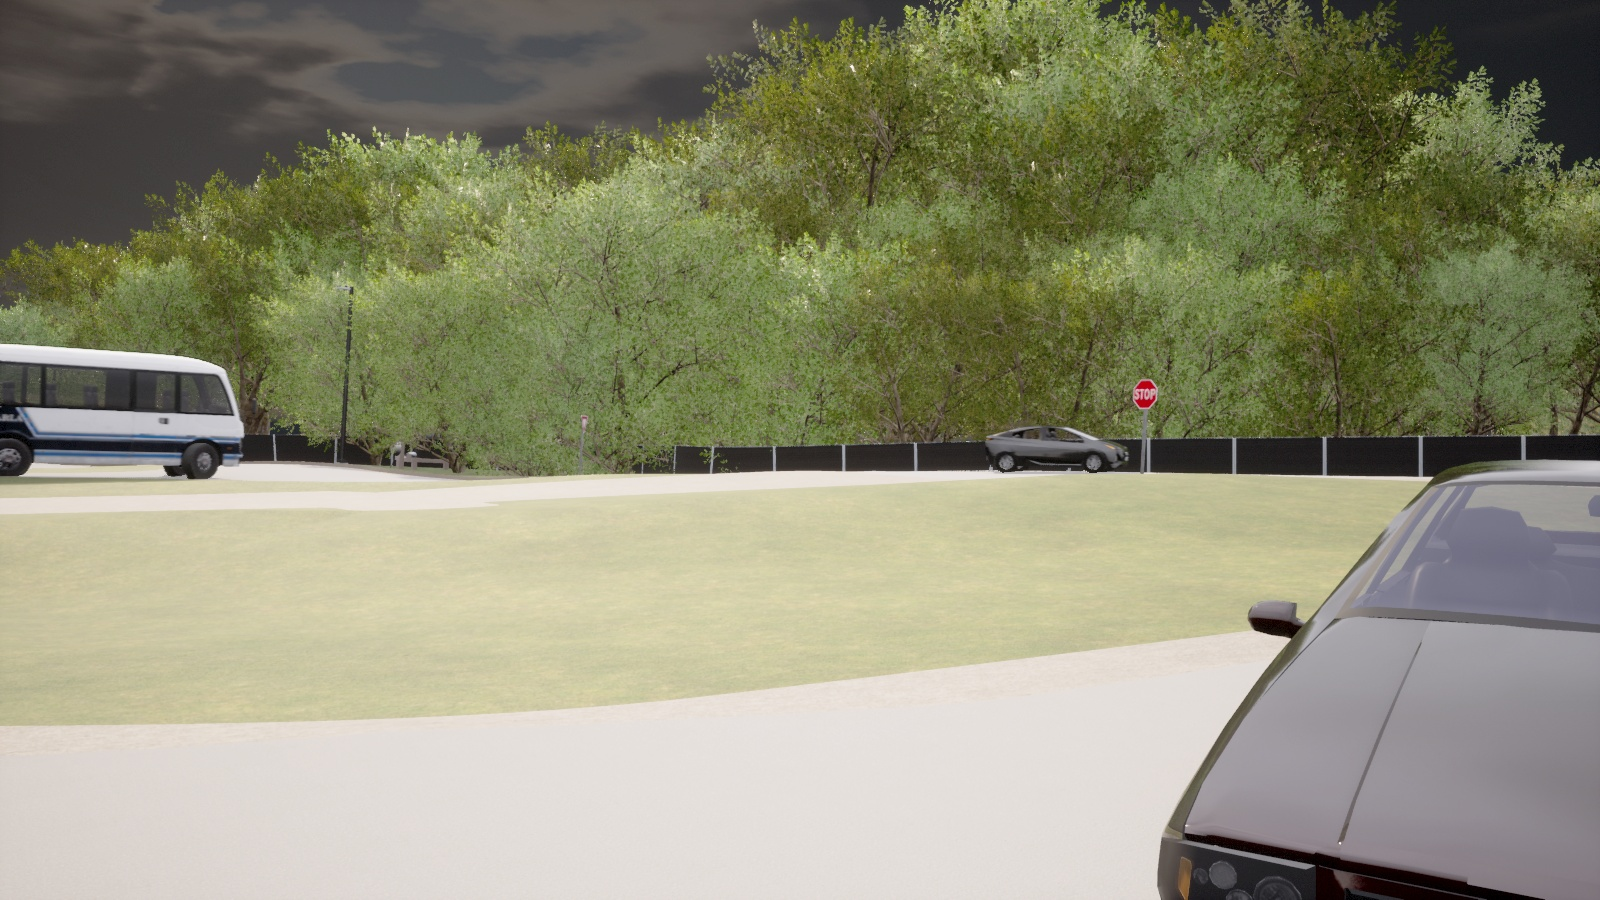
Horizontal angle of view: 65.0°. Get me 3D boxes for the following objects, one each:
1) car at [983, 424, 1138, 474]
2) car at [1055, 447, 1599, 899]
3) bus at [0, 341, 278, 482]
[{"bbox_3d":[8.379,-0.046,40.433,4.514,1.525,2.007,0,0,26],"label":"car"},{"bbox_3d":[2.824,0.751,4.233,2.033,1.411,5.357,2,2,33],"label":"car"},{"bbox_3d":[-23.454,-1.224,41.923,10.273,4.253,3.944,2,1,-42],"label":"bus"}]
